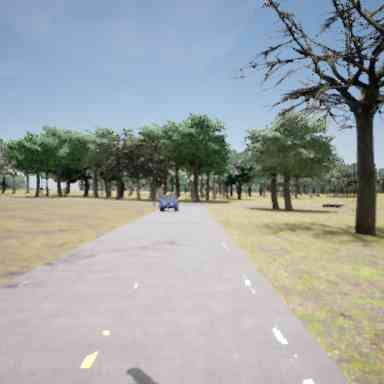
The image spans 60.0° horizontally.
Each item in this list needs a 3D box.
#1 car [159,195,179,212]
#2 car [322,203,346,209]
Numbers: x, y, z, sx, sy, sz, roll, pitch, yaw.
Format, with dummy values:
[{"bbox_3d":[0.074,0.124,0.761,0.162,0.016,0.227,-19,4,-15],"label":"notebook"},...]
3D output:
[{"bbox_3d":[-2.829,1.391,41.801,2.150,2.045,5.566,0,-1,0],"label":"car"},{"bbox_3d":[32.610,3.091,76.461,4.718,1.301,1.895,2,0,-1],"label":"car"}]
